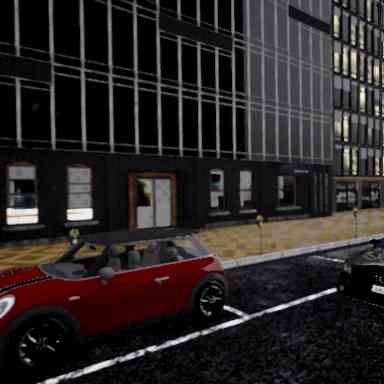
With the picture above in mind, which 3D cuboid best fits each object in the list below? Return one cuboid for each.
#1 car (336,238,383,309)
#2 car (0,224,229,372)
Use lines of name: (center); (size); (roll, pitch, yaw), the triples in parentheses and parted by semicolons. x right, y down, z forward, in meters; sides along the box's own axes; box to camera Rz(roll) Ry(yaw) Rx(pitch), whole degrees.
car: (4.850, 1.473, 6.862); (4.181, 1.385, 1.994); (-1, 0, -36)
car: (-1.402, 1.418, 5.573); (4.097, 1.590, 1.967); (-1, 0, -36)
